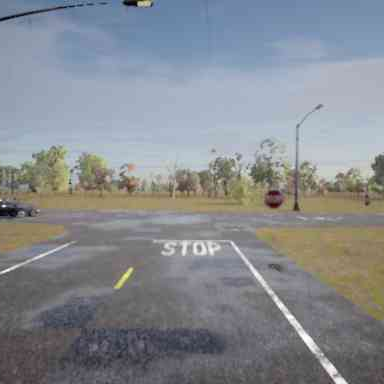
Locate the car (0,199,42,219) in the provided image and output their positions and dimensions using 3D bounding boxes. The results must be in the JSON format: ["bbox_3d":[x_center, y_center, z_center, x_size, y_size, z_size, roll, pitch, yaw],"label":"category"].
[{"bbox_3d":[-14.898,1.355,27.199,4.892,1.490,1.837,1,1,0],"label":"car"}]
